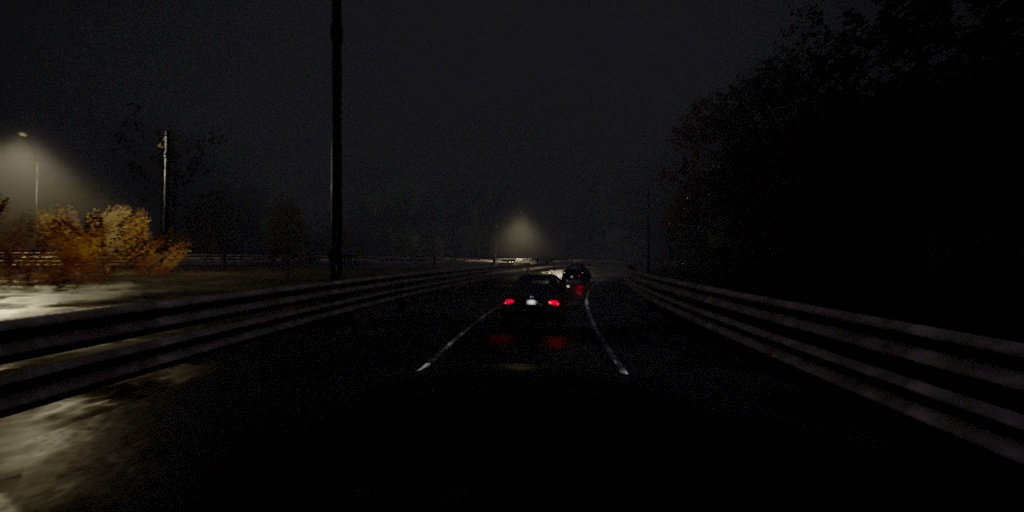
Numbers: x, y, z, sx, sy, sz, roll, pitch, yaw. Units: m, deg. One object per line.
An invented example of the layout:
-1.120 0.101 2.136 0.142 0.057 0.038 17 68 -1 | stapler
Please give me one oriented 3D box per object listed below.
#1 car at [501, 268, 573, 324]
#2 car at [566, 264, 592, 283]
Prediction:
0.935 1.312 12.149 2.033 1.411 5.357 0 0 10 | car
5.243 1.379 29.107 1.812 1.442 4.674 0 0 19 | car
